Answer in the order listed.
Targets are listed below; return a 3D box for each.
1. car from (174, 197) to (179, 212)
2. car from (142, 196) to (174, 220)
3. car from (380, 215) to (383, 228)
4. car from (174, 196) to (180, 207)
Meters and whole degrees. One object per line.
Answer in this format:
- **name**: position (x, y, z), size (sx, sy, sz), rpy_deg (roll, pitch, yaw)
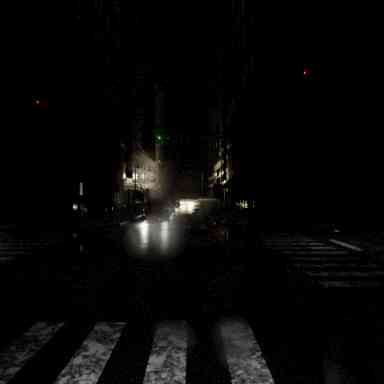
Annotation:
- **car**: position (-2.873, 1.550, 37.614), size (1.994, 1.385, 4.181), rpy_deg (0, 0, 0)
- **car**: position (-2.868, 1.345, 27.628), size (2.097, 1.767, 4.553), rpy_deg (0, 0, 0)
- **car**: position (12.338, 1.282, 16.792), size (5.009, 1.841, 2.192), rpy_deg (0, 0, 0)
- **car**: position (-2.872, 1.329, 47.783), size (2.097, 1.767, 4.553), rpy_deg (0, 0, 0)
